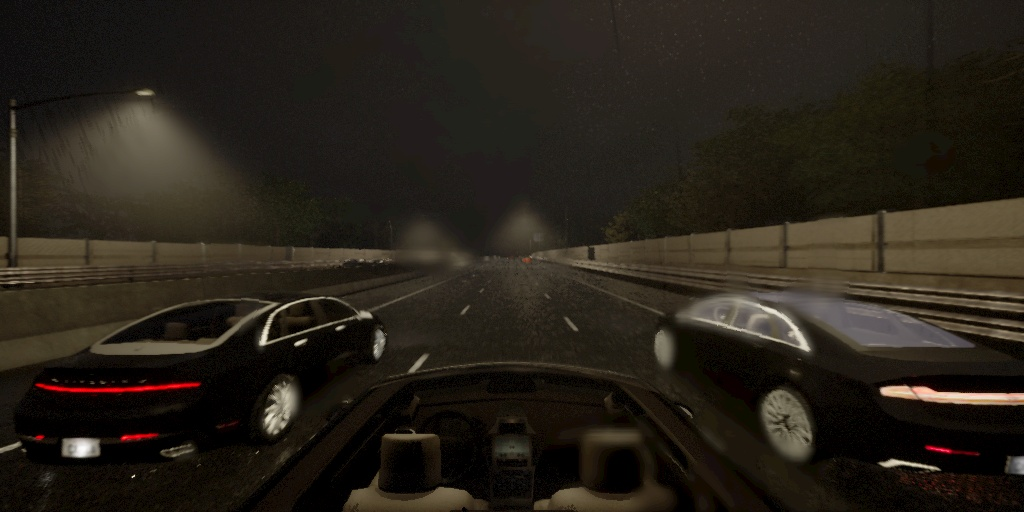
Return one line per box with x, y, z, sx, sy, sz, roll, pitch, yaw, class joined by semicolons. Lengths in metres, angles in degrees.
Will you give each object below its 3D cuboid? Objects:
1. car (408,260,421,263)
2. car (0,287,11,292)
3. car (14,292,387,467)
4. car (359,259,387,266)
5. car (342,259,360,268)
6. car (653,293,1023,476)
-14.022;1.198;51.953;1.994;1.385;4.181;0;0;1;car
-14.097;1.379;8.460;1.895;1.301;4.718;0;0;0;car
-3.400;1.271;5.255;1.837;1.490;4.892;0;0;0;car
-17.545;1.222;46.395;1.994;1.385;4.181;0;0;0;car
-21.038;1.143;48.133;2.128;1.511;4.902;0;0;0;car
3.601;1.255;4.925;2.128;1.511;4.902;0;0;0;car
